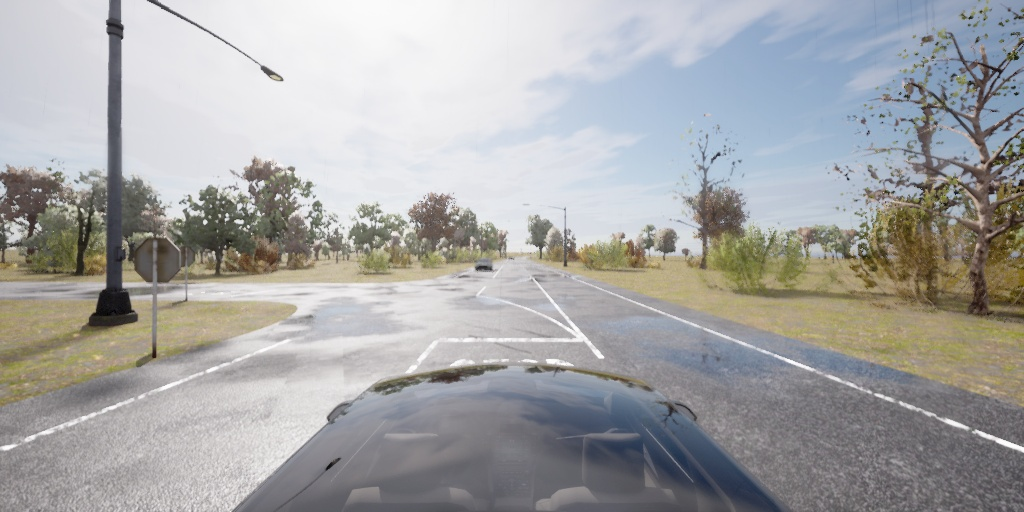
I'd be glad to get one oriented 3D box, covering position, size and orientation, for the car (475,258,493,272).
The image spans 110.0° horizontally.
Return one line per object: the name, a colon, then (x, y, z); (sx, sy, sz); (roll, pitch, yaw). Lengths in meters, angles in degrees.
car: (-3.443, 1.034, 44.780); (2.097, 1.767, 4.553); (0, 0, 0)
